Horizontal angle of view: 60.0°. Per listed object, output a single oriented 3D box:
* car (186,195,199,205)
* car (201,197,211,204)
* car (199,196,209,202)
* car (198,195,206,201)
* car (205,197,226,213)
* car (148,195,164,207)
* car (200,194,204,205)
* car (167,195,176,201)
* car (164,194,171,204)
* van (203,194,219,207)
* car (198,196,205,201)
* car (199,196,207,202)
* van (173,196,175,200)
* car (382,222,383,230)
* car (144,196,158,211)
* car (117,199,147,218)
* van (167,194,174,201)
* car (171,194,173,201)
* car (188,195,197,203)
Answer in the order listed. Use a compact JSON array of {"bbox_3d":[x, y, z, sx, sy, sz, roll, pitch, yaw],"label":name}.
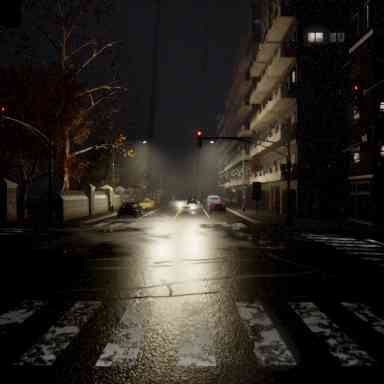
[{"bbox_3d":[0.006,1.597,59.579,2.033,1.411,5.357,0,0,0],"label":"car"},{"bbox_3d":[2.699,1.602,64.643,1.887,1.381,4.507,0,0,0],"label":"car"},{"bbox_3d":[2.700,1.629,75.904,2.008,1.369,4.403,0,0,0],"label":"car"},{"bbox_3d":[2.702,1.544,87.164,1.967,1.590,4.097,0,0,0],"label":"car"},{"bbox_3d":[2.697,1.564,36.492,1.887,1.381,4.507,0,0,0],"label":"car"},{"bbox_3d":[-5.682,1.347,47.755,2.192,1.841,5.009,0,0,0],"label":"car"},{"bbox_3d":[2.699,1.480,53.384,1.967,1.590,4.097,0,0,0],"label":"car"},{"bbox_3d":[-5.678,1.669,92.794,2.008,1.369,4.403,0,0,0],"label":"car"},{"bbox_3d":[-5.681,1.498,64.646,1.967,1.590,4.097,0,0,0],"label":"car"},{"bbox_3d":[2.698,1.366,42.123,1.690,1.788,3.998,0,0,0],"label":"van"},{"bbox_3d":[2.702,1.700,92.795,1.802,1.307,4.206,0,0,0],"label":"car"},{"bbox_3d":[2.700,1.635,81.534,1.887,1.381,4.507,0,0,0],"label":"car"},{"bbox_3d":[-5.679,1.432,81.536,1.690,1.788,3.998,0,0,0],"label":"van"},{"bbox_3d":[13.468,1.604,18.539,5.009,1.841,2.192,1,-1,-1],"label":"car"},{"bbox_3d":[-5.683,1.550,41.955,1.752,1.417,4.829,0,0,0],"label":"car"},{"bbox_3d":[-5.684,1.580,30.863,1.947,1.339,4.313,0,0,0],"label":"car"},{"bbox_3d":[-5.678,1.445,87.165,1.690,1.788,3.998,0,0,0],"label":"van"},{"bbox_3d":[-5.680,1.508,70.275,1.967,1.590,4.097,0,0,0],"label":"car"},{"bbox_3d":[0.009,1.444,69.998,1.837,1.490,4.892,0,0,0],"label":"car"}]
